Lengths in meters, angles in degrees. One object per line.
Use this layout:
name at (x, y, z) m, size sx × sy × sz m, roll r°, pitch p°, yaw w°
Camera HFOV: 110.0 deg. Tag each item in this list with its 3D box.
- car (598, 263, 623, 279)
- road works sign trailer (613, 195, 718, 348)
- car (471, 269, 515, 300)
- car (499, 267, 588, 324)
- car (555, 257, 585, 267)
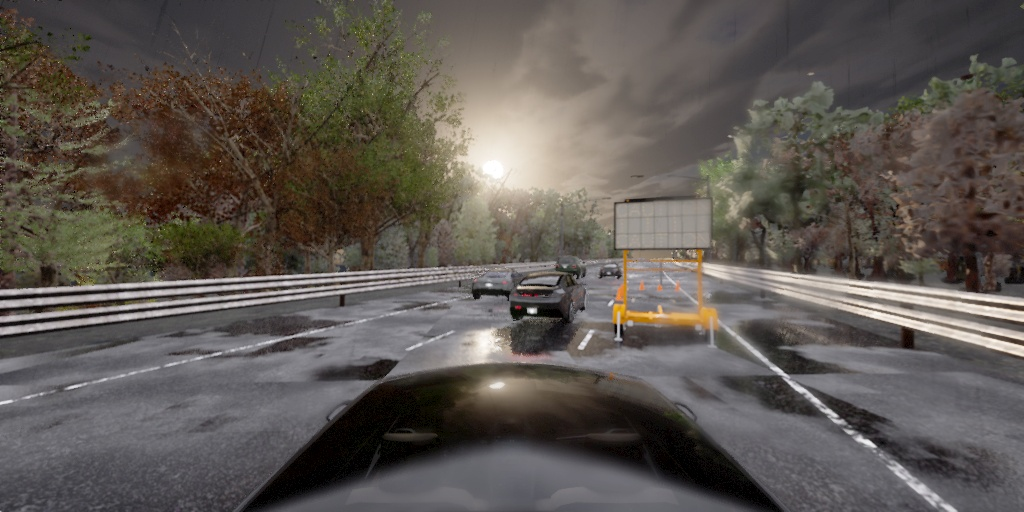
car at (9.524, 1.400, 34.390) m, size 1.812 × 1.442 × 4.674 m, roll 0°, pitch 0°, yaw 21°
road works sign trailer at (3.985, 0.245, 9.573) m, size 2.380 × 3.560 × 2.880 m, roll 0°, pitch 0°, yaw 21°
car at (-0.356, 1.347, 17.505) m, size 1.994 × 1.385 × 4.181 m, roll 1°, pitch -2°, yaw 19°
car at (1.393, 1.300, 12.383) m, size 1.837 × 1.490 × 4.892 m, roll 0°, pitch 0°, yaw 20°
car at (5.565, 1.095, 33.852) m, size 2.150 × 2.045 × 5.566 m, roll 0°, pitch -1°, yaw 20°
